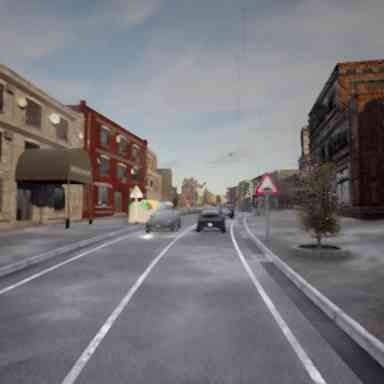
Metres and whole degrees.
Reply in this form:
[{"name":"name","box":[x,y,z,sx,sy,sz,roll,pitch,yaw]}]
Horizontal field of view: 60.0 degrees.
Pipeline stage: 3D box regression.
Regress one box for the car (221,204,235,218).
[{"name":"car","box":[4.290,2.333,41.315,2.033,1.649,4.856,-1,-2,11]}]

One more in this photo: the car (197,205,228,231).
[{"name":"car","box":[1.396,1.884,23.206,1.837,1.490,4.892,-1,-2,6]}]

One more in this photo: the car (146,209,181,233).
[{"name":"car","box":[-1.849,1.913,22.903,1.812,1.442,4.674,-1,-2,6]}]
